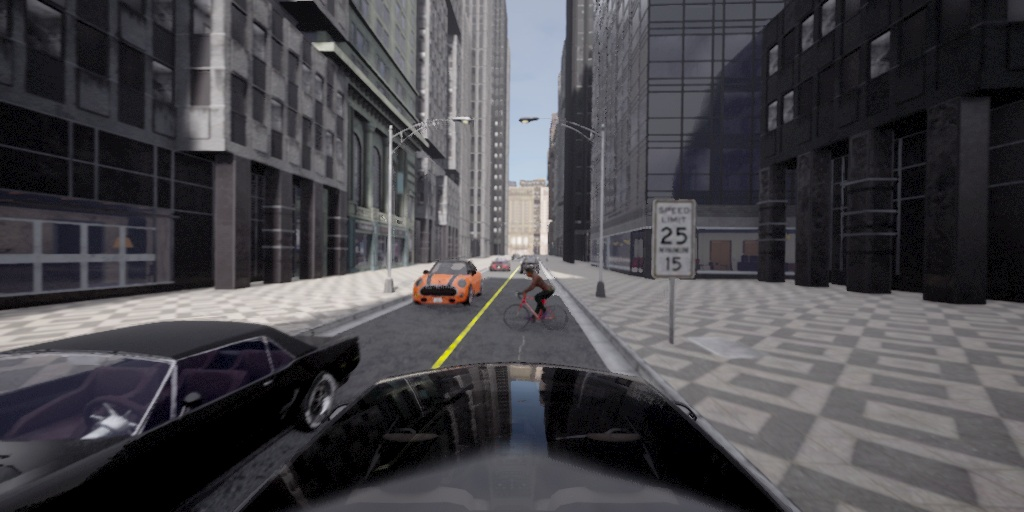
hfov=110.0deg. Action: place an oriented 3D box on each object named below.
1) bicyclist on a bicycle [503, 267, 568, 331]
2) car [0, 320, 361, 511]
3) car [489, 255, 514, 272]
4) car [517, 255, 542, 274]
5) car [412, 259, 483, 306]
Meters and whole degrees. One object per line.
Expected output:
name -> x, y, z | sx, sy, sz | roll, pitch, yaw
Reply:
bicyclist on a bicycle -> 0.601, 1.111, 9.184 | 1.656, 1.620, 0.582 | 1, 1, 3
car -> -3.101, 1.302, 2.736 | 1.895, 1.301, 4.718 | 1, 1, 2
car -> -1.166, 0.905, 37.339 | 1.994, 1.385, 4.181 | 1, 1, 3
car -> 1.779, 0.912, 34.974 | 1.837, 1.490, 4.892 | 1, 1, 4
car -> -2.464, 0.939, 14.743 | 2.097, 1.767, 4.553 | 1, 0, 3
